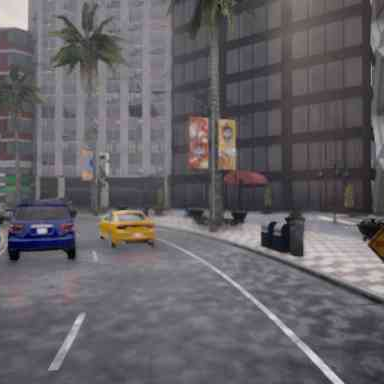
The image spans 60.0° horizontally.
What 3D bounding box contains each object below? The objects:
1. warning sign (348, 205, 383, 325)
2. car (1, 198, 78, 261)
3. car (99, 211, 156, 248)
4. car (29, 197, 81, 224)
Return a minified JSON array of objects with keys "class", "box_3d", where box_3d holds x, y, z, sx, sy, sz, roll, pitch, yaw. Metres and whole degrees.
[{"class":"warning sign","box_3d":[3.621,1.174,5.767,1.300,1.860,1.060,0,-1,-7]},{"class":"car","box_3d":[-5.822,1.358,13.247,2.150,2.045,5.566,0,0,-21]},{"class":"car","box_3d":[-3.227,1.638,15.950,1.882,1.535,5.008,0,0,-24]},{"class":"car","box_3d":[-11.924,1.512,28.711,5.566,2.045,2.150,0,-1,44]}]
